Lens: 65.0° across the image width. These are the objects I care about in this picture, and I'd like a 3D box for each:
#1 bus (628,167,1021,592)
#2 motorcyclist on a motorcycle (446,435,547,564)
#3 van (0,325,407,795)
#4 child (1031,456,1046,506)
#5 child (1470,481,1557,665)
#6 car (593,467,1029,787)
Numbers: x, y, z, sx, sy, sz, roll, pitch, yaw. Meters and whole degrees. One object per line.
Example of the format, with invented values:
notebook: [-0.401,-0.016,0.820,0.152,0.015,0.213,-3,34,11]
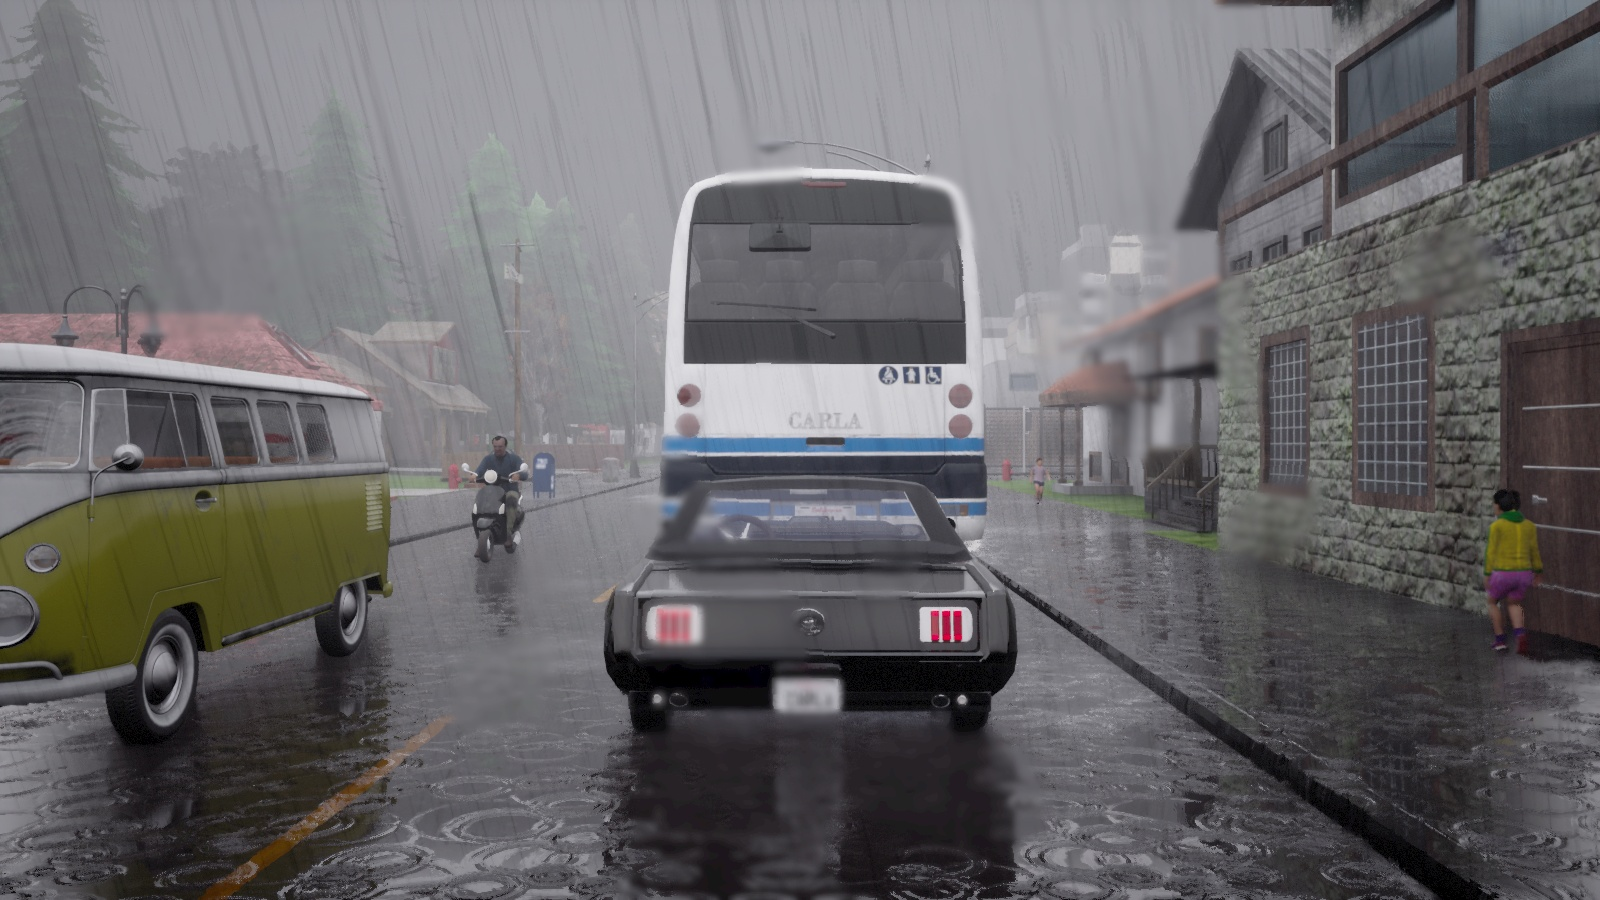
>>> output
bus: [0.139,-0.730,17.748,3.944,4.253,10.273,0,0,-1]
motorcyclist on a motorcycle: [-3.907,0.605,16.322,0.866,1.590,1.817,0,0,0]
van: [-3.948,0.454,7.526,1.775,1.987,4.442,0,0,0]
child: [5.358,0.681,28.193,0.255,1.110,0.394,0,0,0]
child: [4.689,0.793,8.265,0.299,1.160,0.473,0,0,0]
car: [0.053,0.803,7.818,1.895,1.301,4.718,0,0,0]
